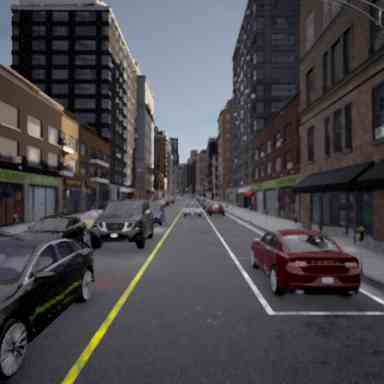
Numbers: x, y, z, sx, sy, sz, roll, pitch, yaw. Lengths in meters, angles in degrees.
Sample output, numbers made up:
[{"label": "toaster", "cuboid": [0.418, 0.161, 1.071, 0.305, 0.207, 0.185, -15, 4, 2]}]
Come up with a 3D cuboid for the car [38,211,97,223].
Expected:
[{"label": "car", "cuboid": [-5.855, 1.710, 14.395, 1.947, 1.339, 4.313, 1, -1, 0]}]

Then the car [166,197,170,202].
[{"label": "car", "cuboid": [-5.799, 2.200, 64.666, 1.802, 1.307, 4.206, 1, -1, 0]}]

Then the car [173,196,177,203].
[{"label": "car", "cuboid": [-5.770, 2.131, 87.011, 2.192, 1.841, 5.009, 1, 0, 0]}]

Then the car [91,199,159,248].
[{"label": "car", "cuboid": [-3.075, 1.380, 15.850, 2.150, 2.045, 5.566, 0, -1, 0]}]

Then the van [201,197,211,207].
[{"label": "van", "cuboid": [2.736, 1.959, 64.660, 1.690, 1.788, 3.998, 1, -1, 0]}]

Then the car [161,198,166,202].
[{"label": "car", "cuboid": [-5.811, 2.082, 53.495, 1.947, 1.339, 4.313, 1, -1, 0]}]

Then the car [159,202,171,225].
[{"label": "car", "cuboid": [-3.064, 1.810, 26.509, 2.033, 1.411, 5.357, 0, -1, 0]}]

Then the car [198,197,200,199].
[{"label": "car", "cuboid": [2.732, 1.882, 59.075, 2.192, 1.841, 5.009, 1, -1, 0]}]

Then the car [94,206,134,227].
[{"label": "car", "cuboid": [-5.843, 1.804, 25.567, 2.008, 1.369, 4.403, 1, -1, 0]}]

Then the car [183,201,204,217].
[{"label": "car", "cuboid": [0.032, 1.950, 35.593, 1.895, 1.301, 4.718, 0, -1, 0]}]

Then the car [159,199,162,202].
[{"label": "car", "cuboid": [-5.817, 2.030, 47.909, 1.947, 1.339, 4.313, 1, -1, 0]}]

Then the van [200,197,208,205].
[{"label": "van", "cuboid": [2.746, 2.059, 75.832, 1.690, 1.788, 3.998, 1, -1, 0]}]

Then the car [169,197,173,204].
[{"label": "car", "cuboid": [-5.789, 1.984, 70.254, 2.192, 1.841, 5.009, 1, -1, 0]}]

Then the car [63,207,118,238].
[{"label": "car", "cuboid": [-5.849, 1.722, 19.812, 1.752, 1.417, 4.829, 1, -1, 0]}]

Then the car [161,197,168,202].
[{"label": "car", "cuboid": [-5.804, 2.091, 58.911, 1.752, 1.417, 4.829, 1, -1, 0]}]

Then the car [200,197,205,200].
[{"label": "car", "cuboid": [2.725, 1.956, 53.488, 1.967, 1.590, 4.097, 1, -1, 0]}]

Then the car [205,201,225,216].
[{"label": "car", "cuboid": [2.709, 1.942, 36.730, 1.802, 1.307, 4.206, 1, -1, 0]}]

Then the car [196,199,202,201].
[{"label": "car", "cuboid": [0.055, 2.018, 46.714, 1.994, 1.385, 4.181, 0, 0, 0]}]

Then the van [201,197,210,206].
[{"label": "van", "cuboid": [2.741, 2.009, 70.246, 1.690, 1.788, 3.998, 1, -1, 0]}]

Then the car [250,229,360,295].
[{"label": "car", "cuboid": [2.684, 1.633, 8.804, 1.887, 1.381, 4.507, 1, -1, 0]}]

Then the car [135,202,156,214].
[{"label": "car", "cuboid": [-5.824, 1.963, 42.324, 2.008, 1.369, 4.403, 1, -1, 0]}]

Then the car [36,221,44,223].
[{"label": "car", "cuboid": [-5.861, 1.670, 8.810, 1.802, 1.307, 4.206, 1, -1, 0]}]

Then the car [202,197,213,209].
[{"label": "car", "cuboid": [2.715, 1.852, 42.318, 1.967, 1.590, 4.097, 1, -1, 0]}]

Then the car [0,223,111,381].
[{"label": "car", "cuboid": [-3.085, 1.548, 5.601, 2.128, 1.511, 4.902, 0, -1, 0]}]
